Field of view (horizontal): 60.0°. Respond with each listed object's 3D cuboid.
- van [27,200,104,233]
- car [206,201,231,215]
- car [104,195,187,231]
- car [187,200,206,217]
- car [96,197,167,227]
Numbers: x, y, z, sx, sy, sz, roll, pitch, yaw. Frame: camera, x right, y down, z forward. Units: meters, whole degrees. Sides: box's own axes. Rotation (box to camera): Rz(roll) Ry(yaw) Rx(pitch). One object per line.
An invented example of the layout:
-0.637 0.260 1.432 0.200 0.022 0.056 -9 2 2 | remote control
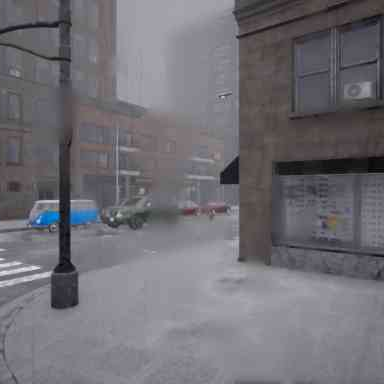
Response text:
-7.569 1.358 19.785 1.690 1.788 3.998 0 0 36 | van
2.275 1.575 33.384 1.887 1.381 4.507 0 0 36 | car
-3.001 1.242 21.388 2.150 2.045 5.566 0 0 36 | car
-1.006 1.466 28.851 1.967 1.590 4.097 0 0 36 | car
-4.287 1.336 24.318 2.192 1.841 5.009 0 0 36 | car
